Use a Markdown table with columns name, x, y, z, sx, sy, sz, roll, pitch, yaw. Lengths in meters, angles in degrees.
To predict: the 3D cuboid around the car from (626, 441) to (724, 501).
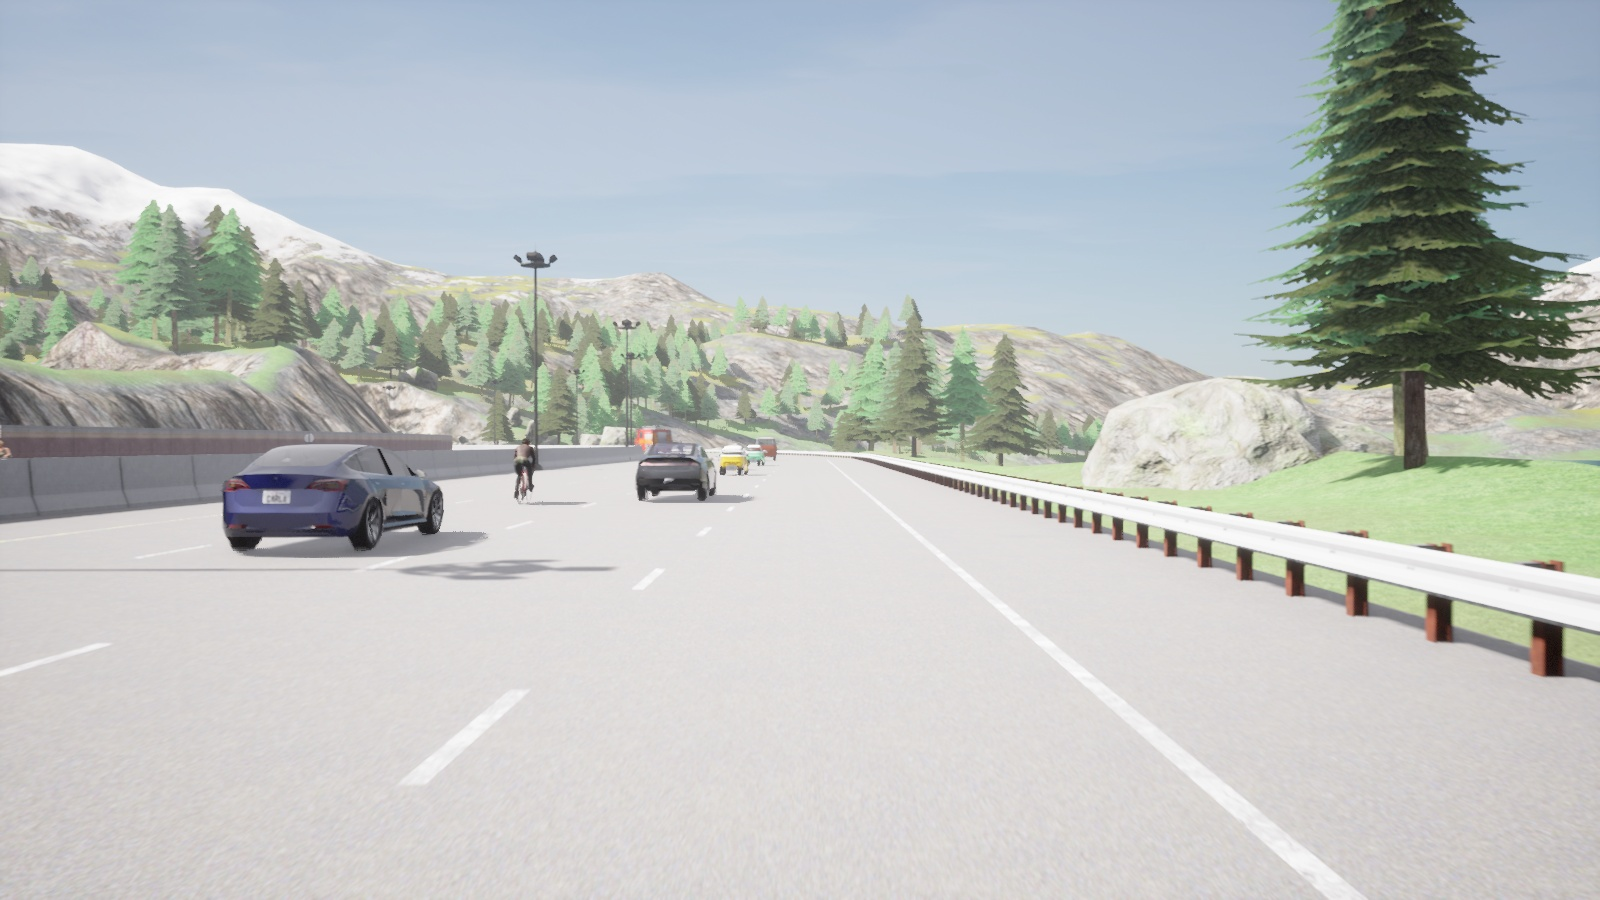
| name | x | y | z | sx | sy | sz | roll | pitch | yaw |
| --- | --- | --- | --- | --- | --- | --- | --- | --- | --- |
| car | -3.289 | 0.508 | 34.044 | 2.128 | 1.511 | 4.902 | 0 | 0 | 0 |

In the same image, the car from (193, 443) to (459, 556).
| name | x | y | z | sx | sy | sz | roll | pitch | yaw |
| --- | --- | --- | --- | --- | --- | --- | --- | --- | --- |
| car | -6.876 | 0.634 | 18.876 | 2.163 | 1.488 | 4.792 | 0 | 0 | 0 |

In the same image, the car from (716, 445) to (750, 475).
| name | x | y | z | sx | sy | sz | roll | pitch | yaw |
| --- | --- | --- | --- | --- | --- | --- | --- | --- | --- |
| car | -3.144 | 0.465 | 59.124 | 1.481 | 1.376 | 2.207 | 0 | 1 | 0 |

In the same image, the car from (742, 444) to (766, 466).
| name | x | y | z | sx | sy | sz | roll | pitch | yaw |
| --- | --- | --- | --- | --- | --- | --- | --- | --- | --- |
| car | -3.008 | 0.332 | 82.722 | 1.481 | 1.376 | 2.207 | 0 | 1 | 0 |

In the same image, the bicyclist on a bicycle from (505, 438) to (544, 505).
| name | x | y | z | sx | sy | sz | roll | pitch | yaw |
| --- | --- | --- | --- | --- | --- | --- | --- | --- | --- |
| bicyclist on a bicycle | -6.806 | 0.519 | 31.095 | 0.582 | 1.620 | 1.656 | 0 | 0 | 0 |
